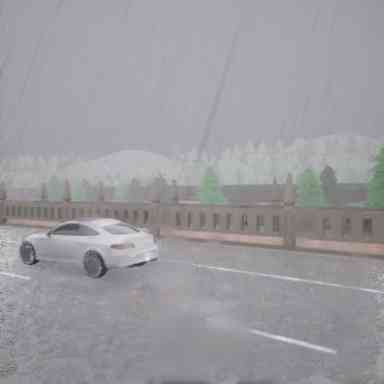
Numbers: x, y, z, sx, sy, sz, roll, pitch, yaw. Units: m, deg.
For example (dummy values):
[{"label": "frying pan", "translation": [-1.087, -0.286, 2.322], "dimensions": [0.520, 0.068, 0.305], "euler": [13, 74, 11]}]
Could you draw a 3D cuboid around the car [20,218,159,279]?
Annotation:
[{"label": "car", "translation": [-3.133, 1.495, 9.915], "dimensions": [4.674, 1.442, 1.812], "euler": [0, 0, 32]}]
